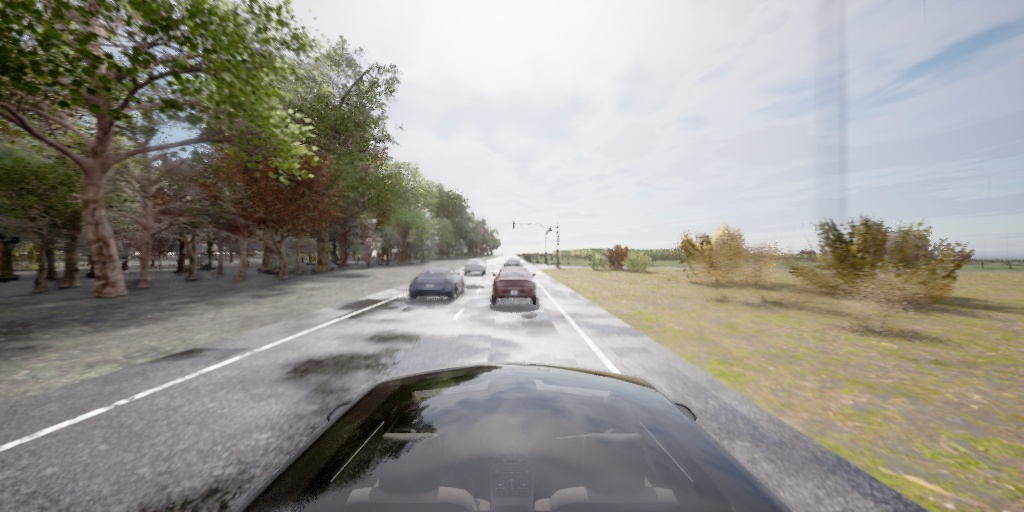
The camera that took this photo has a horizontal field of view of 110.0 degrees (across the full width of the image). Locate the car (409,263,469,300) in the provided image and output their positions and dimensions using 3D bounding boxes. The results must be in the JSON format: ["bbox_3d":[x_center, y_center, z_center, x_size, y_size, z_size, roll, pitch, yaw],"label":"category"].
[{"bbox_3d":[-3.410,1.192,16.884,1.994,1.385,4.181,0,1,0],"label":"car"}]

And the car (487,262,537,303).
[{"bbox_3d":[0.088,1.163,15.623,1.812,1.442,4.674,0,1,0],"label":"car"}]

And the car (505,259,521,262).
[{"bbox_3d":[0.091,0.995,33.247,1.837,1.490,4.892,0,0,0],"label":"car"}]

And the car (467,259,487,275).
[{"bbox_3d":[-3.409,1.009,34.270,1.812,1.442,4.674,0,0,0],"label":"car"}]
